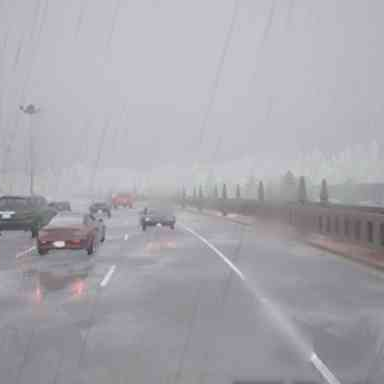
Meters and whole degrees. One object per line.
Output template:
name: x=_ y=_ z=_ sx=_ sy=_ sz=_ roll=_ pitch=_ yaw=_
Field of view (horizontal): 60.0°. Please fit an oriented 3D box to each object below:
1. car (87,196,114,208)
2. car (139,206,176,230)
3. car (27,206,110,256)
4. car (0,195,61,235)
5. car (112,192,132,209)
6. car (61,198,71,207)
car: x=-8.542 y=1.395 z=30.556 sx=1.837 sy=1.490 sz=4.892 roll=0 pitch=0 yaw=-18
car: x=-2.265 y=1.516 z=20.561 sx=1.895 sy=1.301 sz=4.718 roll=0 pitch=0 yaw=-12
car: x=-4.520 y=1.482 z=12.901 sx=1.812 sy=1.442 sz=4.674 roll=0 pitch=0 yaw=-7
car: x=-8.776 y=1.170 z=17.549 sx=2.150 sy=2.045 sz=5.566 roll=0 pitch=0 yaw=-10
car: x=-9.033 y=1.062 z=41.811 sx=2.150 sy=2.045 sz=5.566 roll=0 pitch=0 yaw=-24
car: x=-13.925 y=1.363 z=35.283 sx=1.882 sy=1.535 sz=5.008 roll=0 pitch=0 yaw=-21
